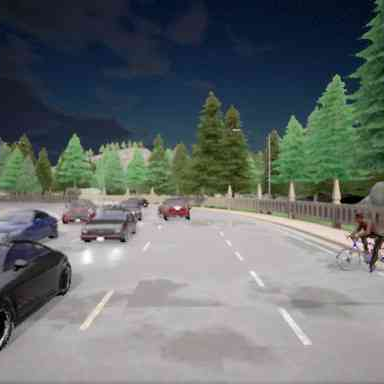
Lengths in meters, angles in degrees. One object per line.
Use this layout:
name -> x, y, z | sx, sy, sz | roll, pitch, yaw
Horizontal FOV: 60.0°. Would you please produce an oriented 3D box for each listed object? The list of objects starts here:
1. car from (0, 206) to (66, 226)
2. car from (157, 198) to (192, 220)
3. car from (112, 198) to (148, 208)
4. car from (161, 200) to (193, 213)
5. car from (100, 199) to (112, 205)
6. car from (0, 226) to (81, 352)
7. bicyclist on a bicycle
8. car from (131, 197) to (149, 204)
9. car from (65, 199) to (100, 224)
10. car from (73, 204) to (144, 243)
car -> -7.327, 1.514, 14.424 | 1.812, 1.442, 4.674 | 0, 0, -2
car -> -1.638, 1.330, 27.833 | 2.097, 1.767, 4.553 | 0, 0, -13
car -> -5.161, 1.471, 26.949 | 2.128, 1.511, 4.902 | 0, 0, -15
car -> -1.792, 1.571, 37.997 | 1.895, 1.301, 4.718 | 0, 0, -27
car -> -12.178, 1.565, 46.360 | 1.895, 1.301, 4.718 | 0, 0, -43
car -> -3.674, 1.560, 5.839 | 1.994, 1.385, 4.181 | 0, 0, -1
bicyclist on a bicycle -> 4.808, 1.415, 9.215 | 1.656, 1.620, 0.582 | 0, 0, -1
car -> -8.101, 1.468, 47.245 | 1.837, 1.490, 4.892 | 0, 0, -43
car -> -8.188, 1.333, 24.578 | 2.097, 1.767, 4.553 | 0, 0, -13
car -> -3.830, 1.535, 16.274 | 2.033, 1.411, 5.357 | 0, 0, -2
